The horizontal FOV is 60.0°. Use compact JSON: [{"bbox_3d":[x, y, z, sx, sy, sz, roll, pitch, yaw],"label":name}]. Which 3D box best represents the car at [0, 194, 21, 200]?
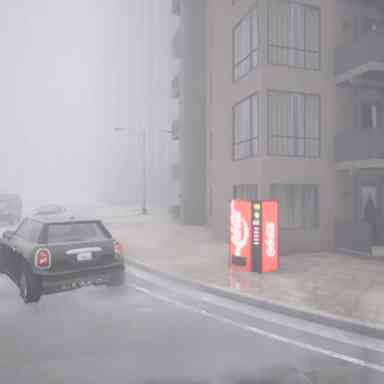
[{"bbox_3d":[-20.079,1.223,35.683,5.566,2.045,2.150,0,0,45],"label":"car"}]

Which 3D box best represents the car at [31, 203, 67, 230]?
[{"bbox_3d":[-9.393,1.526,22.146,1.812,1.442,4.674,0,0,-19],"label":"car"}]

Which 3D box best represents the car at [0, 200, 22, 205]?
[{"bbox_3d":[-13.700,1.526,24.045,1.812,1.442,4.674,0,0,-18],"label":"car"}]

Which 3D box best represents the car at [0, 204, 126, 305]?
[{"bbox_3d":[-3.524,1.351,8.507,2.097,1.767,4.553,0,0,-38],"label":"car"}]

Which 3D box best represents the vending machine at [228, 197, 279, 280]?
[{"bbox_3d":[1.700,1.195,9.166,1.100,2.100,0.880,0,0,-42],"label":"vending machine"}]
